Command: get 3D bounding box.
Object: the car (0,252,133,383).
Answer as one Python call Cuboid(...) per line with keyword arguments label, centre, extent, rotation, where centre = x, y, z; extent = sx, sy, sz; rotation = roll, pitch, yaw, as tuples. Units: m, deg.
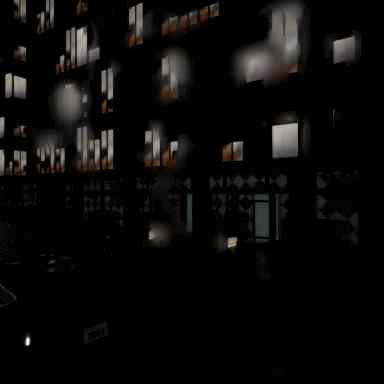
Cuboid(label="car", centre=(-2.733, 1.566, 4.836), extent=(4.313, 1.339, 1.947), rotation=(0, 0, 36))
